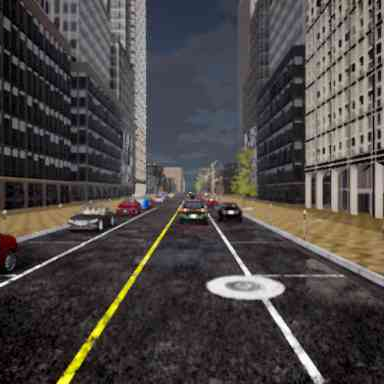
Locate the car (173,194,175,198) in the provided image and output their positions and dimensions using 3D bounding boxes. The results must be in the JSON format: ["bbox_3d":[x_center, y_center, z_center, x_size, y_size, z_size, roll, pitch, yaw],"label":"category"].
[{"bbox_3d":[-5.709,0.929,93.017,1.752,1.417,4.829,0,0,0],"label":"car"}]

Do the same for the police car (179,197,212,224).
[{"bbox_3d":[0.094,1.358,23.704,2.038,1.542,4.974,0,0,0],"label":"police car"}]

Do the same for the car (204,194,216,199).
[{"bbox_3d":[2.683,1.145,47.638,1.967,1.590,4.097,0,0,0],"label":"car"}]

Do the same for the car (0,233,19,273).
[{"bbox_3d":[-5.689,1.535,7.805,1.802,1.307,4.206,0,0,0],"label":"car"}]

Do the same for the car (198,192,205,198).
[{"bbox_3d":[2.672,0.843,93.173,1.967,1.590,4.097,0,0,0],"label":"car"}]

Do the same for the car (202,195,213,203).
[{"bbox_3d":[2.679,1.213,59.023,1.802,1.307,4.206,0,0,0],"label":"car"}]

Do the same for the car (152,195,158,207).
[{"bbox_3d":[-5.697,1.324,41.960,1.802,1.307,4.206,0,0,0],"label":"car"}]

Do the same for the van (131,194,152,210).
[{"bbox_3d":[-5.695,1.119,36.266,1.690,1.788,3.998,0,0,0],"label":"van"}]

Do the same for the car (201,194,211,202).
[{"bbox_3d":[2.678,1.117,64.885,1.752,1.417,4.829,0,0,0],"label":"car"}]

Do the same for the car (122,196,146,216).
[{"bbox_3d":[-5.695,1.358,30.575,1.887,1.381,4.507,0,0,0],"label":"car"}]

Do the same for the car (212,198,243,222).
[{"bbox_3d":[2.687,1.415,24.872,1.947,1.339,4.313,0,0,0],"label":"car"}]

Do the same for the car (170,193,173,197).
[{"bbox_3d":[-5.704,1.121,70.420,1.947,1.339,4.313,0,0,0],"label":"car"}]

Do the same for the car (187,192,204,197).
[{"bbox_3d":[0.082,1.169,42.497,2.033,1.649,4.856,0,0,0],"label":"car"}]

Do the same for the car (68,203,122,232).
[{"bbox_3d":[-5.692,1.435,19.191,2.008,1.369,4.403,0,0,0],"label":"car"}]

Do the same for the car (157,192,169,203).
[{"bbox_3d":[-5.701,1.071,59.034,1.967,1.590,4.097,0,0,0],"label":"car"}]
